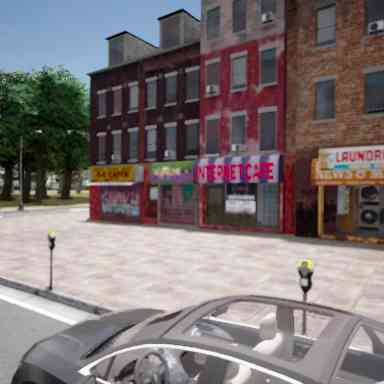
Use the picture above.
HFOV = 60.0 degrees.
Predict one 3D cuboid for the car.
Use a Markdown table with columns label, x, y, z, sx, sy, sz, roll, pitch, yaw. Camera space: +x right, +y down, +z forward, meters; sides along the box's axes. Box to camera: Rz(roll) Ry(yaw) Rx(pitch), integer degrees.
| label | x | y | z | sx | sy | sz | roll | pitch | yaw |
| --- | --- | --- | --- | --- | --- | --- | --- | --- | --- |
| car | 0.299 | 1.558 | 2.581 | 4.403 | 1.369 | 2.008 | 0 | 1 | 35 |
